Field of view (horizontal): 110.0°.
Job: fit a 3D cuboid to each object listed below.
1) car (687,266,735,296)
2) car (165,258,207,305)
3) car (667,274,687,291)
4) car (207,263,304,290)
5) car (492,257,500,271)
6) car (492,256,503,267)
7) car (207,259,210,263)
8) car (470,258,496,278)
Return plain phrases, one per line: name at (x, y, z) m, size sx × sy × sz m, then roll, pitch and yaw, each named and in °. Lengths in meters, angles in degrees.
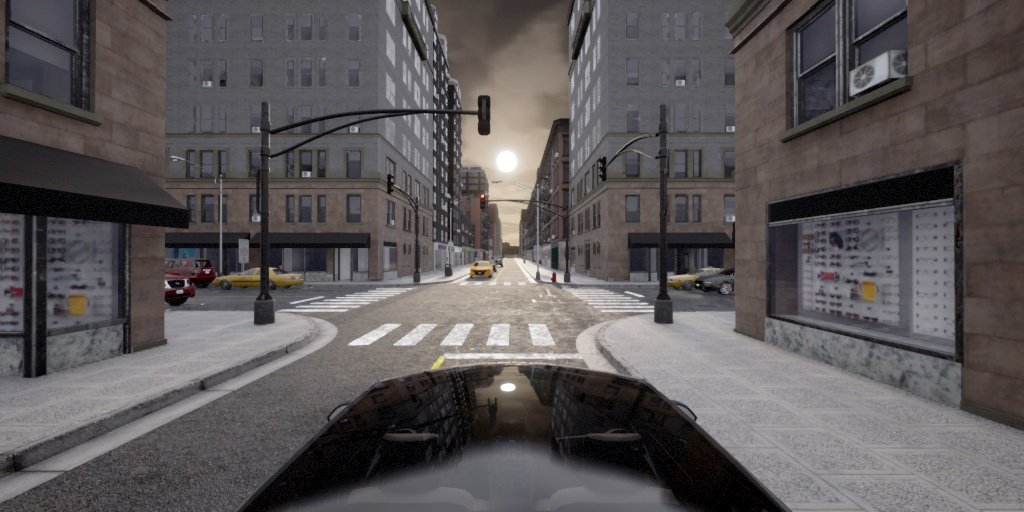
car at (12.300, 1.272, 19.017) m, size 4.892 × 1.490 × 1.837 m, roll 0°, pitch 0°, yaw 1°
car at (-15.097, 1.035, 13.579) m, size 5.009 × 1.841 × 2.192 m, roll 0°, pitch 0°, yaw 0°
car at (11.638, 1.304, 21.561) m, size 4.829 × 1.417 × 1.751 m, roll 0°, pitch 0°, yaw 0°
car at (-15.246, 1.279, 21.605) m, size 4.829 × 1.417 × 1.751 m, roll 0°, pitch 0°, yaw 0°
car at (-2.838, 1.245, 44.664) m, size 1.837 × 1.490 × 4.892 m, roll 0°, pitch 0°, yaw 0°
car at (-2.774, 0.947, 64.618) m, size 2.150 × 2.045 × 5.566 m, roll 0°, pitch 0°, yaw 1°
car at (-20.755, 1.063, 21.614) m, size 5.009 × 1.841 × 2.192 m, roll 0°, pitch 0°, yaw 0°
car at (-2.839, 1.222, 33.937) m, size 1.882 × 1.535 × 5.008 m, roll 0°, pitch 0°, yaw 0°
